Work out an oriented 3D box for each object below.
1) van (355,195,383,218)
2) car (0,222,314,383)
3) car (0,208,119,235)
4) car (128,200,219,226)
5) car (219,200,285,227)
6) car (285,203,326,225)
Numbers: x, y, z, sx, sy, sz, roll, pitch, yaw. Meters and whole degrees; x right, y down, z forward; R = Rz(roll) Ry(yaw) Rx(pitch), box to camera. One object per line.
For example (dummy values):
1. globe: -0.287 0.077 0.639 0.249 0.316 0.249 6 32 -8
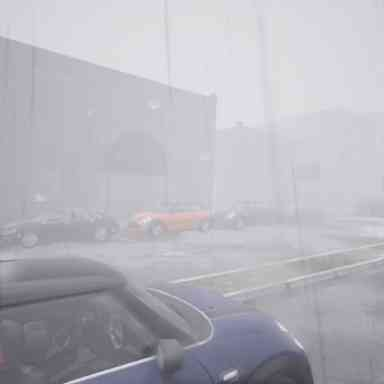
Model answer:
1. van: 16.814 1.273 30.675 4.442 1.987 1.878 0 0 -36
2. car: -1.064 1.352 2.681 4.553 1.767 2.097 0 0 -36
3. car: -5.637 1.459 14.571 4.892 1.521 2.231 0 0 -36
4. car: -1.126 1.340 17.806 4.553 1.767 2.185 0 0 -36
5. car: 3.364 1.349 21.026 4.553 1.767 2.185 0 0 -36
6. car: 7.931 1.523 24.303 4.674 1.452 2.002 0 0 -36
